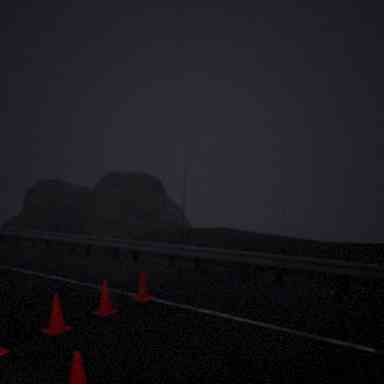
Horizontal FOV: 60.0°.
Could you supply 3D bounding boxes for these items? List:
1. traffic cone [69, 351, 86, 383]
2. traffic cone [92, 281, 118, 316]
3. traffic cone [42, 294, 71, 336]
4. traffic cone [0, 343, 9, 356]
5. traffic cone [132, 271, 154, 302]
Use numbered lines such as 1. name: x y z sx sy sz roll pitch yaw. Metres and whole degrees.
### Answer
1. traffic cone: -1.206 1.969 3.495 0.340 0.580 0.340 0 0 36
2. traffic cone: -1.643 1.979 6.290 0.340 0.580 0.340 0 0 36
3. traffic cone: -2.233 1.980 5.482 0.340 0.580 0.340 0 0 36
4. traffic cone: -2.822 1.981 4.674 0.340 0.580 0.340 0 0 36
5. traffic cone: -1.054 1.977 7.098 0.340 0.580 0.340 0 0 36
